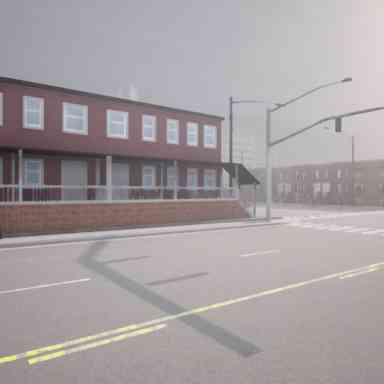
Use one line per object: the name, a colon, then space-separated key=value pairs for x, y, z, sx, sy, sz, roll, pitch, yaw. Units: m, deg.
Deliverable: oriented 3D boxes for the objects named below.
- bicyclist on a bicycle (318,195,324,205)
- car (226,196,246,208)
bicyclist on a bicycle: x=20.340 y=1.274 z=52.365 sx=1.656 sy=1.620 sz=0.582 roll=0 pitch=0 yaw=-36
car: x=3.930 y=1.300 z=40.960 sx=2.097 sy=1.767 sz=4.553 roll=0 pitch=0 yaw=-36
